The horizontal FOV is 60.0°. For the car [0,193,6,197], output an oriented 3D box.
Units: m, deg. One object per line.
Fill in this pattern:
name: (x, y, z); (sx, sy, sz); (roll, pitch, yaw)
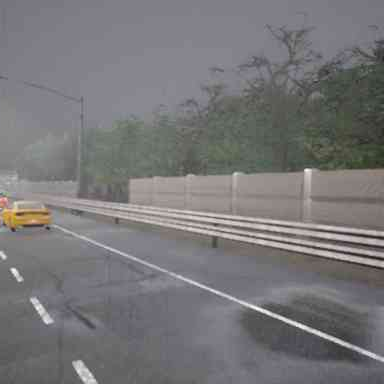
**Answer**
car: (-19.638, 0.852, 33.390); (2.097, 1.767, 4.553); (1, 0, -35)

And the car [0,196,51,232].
car: (-9.288, 1.241, 18.604); (1.882, 1.535, 5.008); (1, 0, -35)
